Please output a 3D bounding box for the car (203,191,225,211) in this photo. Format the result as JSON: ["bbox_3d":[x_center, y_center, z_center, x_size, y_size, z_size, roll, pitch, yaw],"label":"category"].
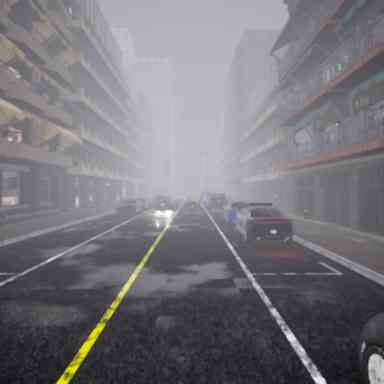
[{"bbox_3d":[2.697,1.006,36.093,2.192,1.841,5.009,0,0,0],"label":"car"}]

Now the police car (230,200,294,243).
[{"bbox_3d":[3.135,1.292,15.347,1.930,1.638,5.238,0,0,0],"label":"police car"}]

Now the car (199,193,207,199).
[{"bbox_3d":[2.699,0.884,81.552,1.947,1.339,4.313,0,0,0],"label":"car"}]

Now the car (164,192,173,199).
[{"bbox_3d":[-5.681,0.758,81.549,1.967,1.590,4.097,0,0,0],"label":"car"}]

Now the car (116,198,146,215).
[{"bbox_3d":[-5.684,1.283,30.410,1.887,1.381,4.507,0,0,0],"label":"car"}]

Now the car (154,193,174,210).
[{"bbox_3d":[-3.091,1.170,37.565,2.128,1.511,4.902,0,0,0],"label":"car"}]

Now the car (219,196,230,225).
[{"bbox_3d":[3.142,1.286,22.237,1.882,1.535,5.008,0,0,0],"label":"car"}]

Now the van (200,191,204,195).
[{"bbox_3d":[2.698,0.844,58.822,1.690,1.788,3.998,0,0,0],"label":"van"}]

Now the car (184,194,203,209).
[{"bbox_3d":[0.074,1.270,38.728,1.895,1.301,4.718,0,0,0],"label":"car"}]

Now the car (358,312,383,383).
[{"bbox_3d":[2.694,1.533,2.002,2.008,1.369,4.403,0,0,0],"label":"car"}]

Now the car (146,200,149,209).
[{"bbox_3d":[-5.685,1.272,36.093,1.802,1.307,4.206,0,0,0],"label":"car"}]

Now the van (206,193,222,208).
[{"bbox_3d":[2.697,0.985,41.775,1.690,1.788,3.998,0,0,0],"label":"van"}]
